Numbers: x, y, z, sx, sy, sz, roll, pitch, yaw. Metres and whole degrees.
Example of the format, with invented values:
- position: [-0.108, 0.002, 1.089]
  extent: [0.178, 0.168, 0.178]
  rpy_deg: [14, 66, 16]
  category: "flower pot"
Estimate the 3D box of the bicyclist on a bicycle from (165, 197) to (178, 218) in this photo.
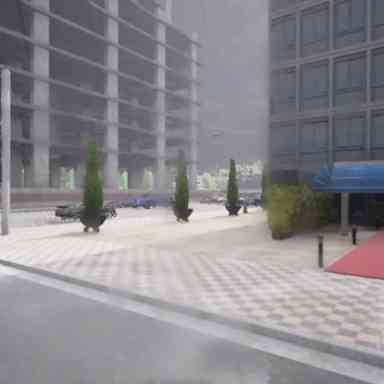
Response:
- position: [-1.516, 1.232, 26.205]
  extent: [1.656, 1.620, 0.582]
  rpy_deg: [0, 0, 36]
  category: "bicyclist on a bicycle"

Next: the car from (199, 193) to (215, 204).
- position: [3.200, 1.404, 58.837]
  extent: [1.812, 1.442, 4.674]
  rpy_deg: [0, 0, 36]
  category: "car"

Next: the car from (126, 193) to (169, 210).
- position: [-5.149, 1.103, 41.576]
  extent: [2.150, 2.045, 5.566]
  rpy_deg: [0, 0, 36]
  category: "car"

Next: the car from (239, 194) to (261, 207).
- position: [9.546, 1.403, 49.618]
  extent: [2.128, 1.511, 4.902]
  rpy_deg: [0, 0, 36]
  category: "car"

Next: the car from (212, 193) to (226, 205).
- position: [6.052, 1.395, 56.808]
  extent: [1.882, 1.535, 5.008]
  rpy_deg: [0, 0, 36]
  category: "car"

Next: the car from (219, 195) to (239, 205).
- position: [6.565, 1.498, 51.470]
  extent: [1.895, 1.301, 4.718]
  rpy_deg: [0, 0, 36]
  category: "car"

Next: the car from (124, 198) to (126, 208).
- position: [-8.874, 1.432, 42.406]
  extent: [1.994, 1.385, 4.181]
  rpy_deg: [0, 0, 36]
  category: "car"

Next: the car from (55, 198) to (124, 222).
- position: [-7.999, 1.404, 25.481]
  extent: [2.128, 1.511, 4.902]
  rpy_deg: [0, 0, 36]
  category: "car"

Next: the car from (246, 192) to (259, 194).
- position: [11.807, 1.248, 58.768]
  extent: [2.097, 1.767, 4.553]
  rpy_deg: [0, 0, 36]
  category: "car"
